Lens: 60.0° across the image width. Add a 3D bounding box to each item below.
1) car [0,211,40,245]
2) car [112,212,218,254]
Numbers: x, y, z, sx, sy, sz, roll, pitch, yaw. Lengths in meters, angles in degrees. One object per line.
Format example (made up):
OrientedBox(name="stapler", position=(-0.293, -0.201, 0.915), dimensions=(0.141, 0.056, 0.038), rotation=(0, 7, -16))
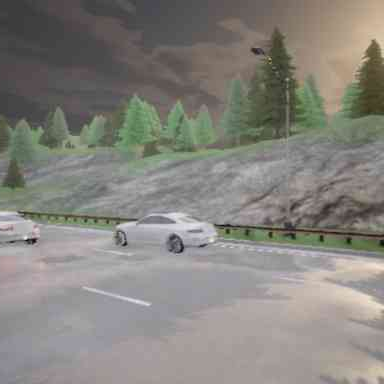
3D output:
OrientedBox(name="car", position=(-8.361, 1.535, 14.258), dimensions=(4.674, 1.442, 1.812), rotation=(0, 0, 35))
OrientedBox(name="car", position=(-1.164, 1.524, 13.431), dimensions=(4.674, 1.442, 1.812), rotation=(0, 0, 35))
